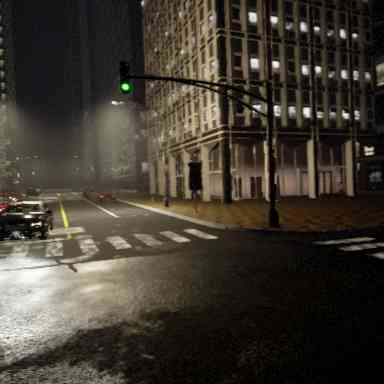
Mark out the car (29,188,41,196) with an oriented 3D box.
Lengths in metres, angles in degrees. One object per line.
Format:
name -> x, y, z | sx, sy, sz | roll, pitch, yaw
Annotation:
car -> -31.362, -0.076, 66.605 | 1.887, 1.381, 4.507 | -2, 2, -22

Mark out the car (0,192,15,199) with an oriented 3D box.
car -> -12.295, 1.032, 20.206 | 1.967, 1.590, 4.097 | -2, 2, -22

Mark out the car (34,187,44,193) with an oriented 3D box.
car -> -37.719, -0.479, 82.070 | 1.887, 1.381, 4.507 | -2, 2, -22

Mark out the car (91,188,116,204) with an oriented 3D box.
car -> -8.808, 0.500, 33.751 | 1.802, 1.307, 4.206 | -2, 2, -22

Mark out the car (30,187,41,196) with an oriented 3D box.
car -> -27.125, 0.193, 56.295 | 1.887, 1.381, 4.507 | -2, 2, -22

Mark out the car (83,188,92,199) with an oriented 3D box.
car -> -13.113, 0.169, 44.221 | 1.752, 1.417, 4.829 | -2, 2, -22

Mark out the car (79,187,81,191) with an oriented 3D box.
car -> -15.167, 0.079, 49.222 | 1.947, 1.339, 4.313 | -2, 2, -22

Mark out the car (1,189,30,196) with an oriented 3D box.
car -> -16.535, 0.637, 30.512 | 2.192, 1.841, 5.009 | -2, 2, -22

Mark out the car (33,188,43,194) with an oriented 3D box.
car -> -35.600, -0.324, 76.916 | 1.947, 1.339, 4.313 | -2, 2, -22

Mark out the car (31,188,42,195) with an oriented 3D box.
car -> -33.481, -0.205, 71.760 | 2.008, 1.369, 4.403 | -2, 2, -22

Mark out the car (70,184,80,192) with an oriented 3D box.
car -> -30.009, -1.113, 85.313 | 2.192, 1.841, 5.009 | -2, 2, -22

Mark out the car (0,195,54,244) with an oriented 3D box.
car -> -7.042, 1.147, 14.176 | 2.128, 1.511, 4.902 | -3, 2, -18

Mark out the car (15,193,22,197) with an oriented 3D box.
car -> -14.412, 1.039, 25.365 | 1.802, 1.307, 4.206 | -2, 2, -22

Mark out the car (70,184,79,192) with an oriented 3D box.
car -> -27.885, -0.749, 80.163 | 1.887, 1.381, 4.507 | -2, 2, -22

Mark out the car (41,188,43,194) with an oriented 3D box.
car -> -29.243, 0.064, 61.450 | 2.008, 1.369, 4.403 | -2, 2, -22
